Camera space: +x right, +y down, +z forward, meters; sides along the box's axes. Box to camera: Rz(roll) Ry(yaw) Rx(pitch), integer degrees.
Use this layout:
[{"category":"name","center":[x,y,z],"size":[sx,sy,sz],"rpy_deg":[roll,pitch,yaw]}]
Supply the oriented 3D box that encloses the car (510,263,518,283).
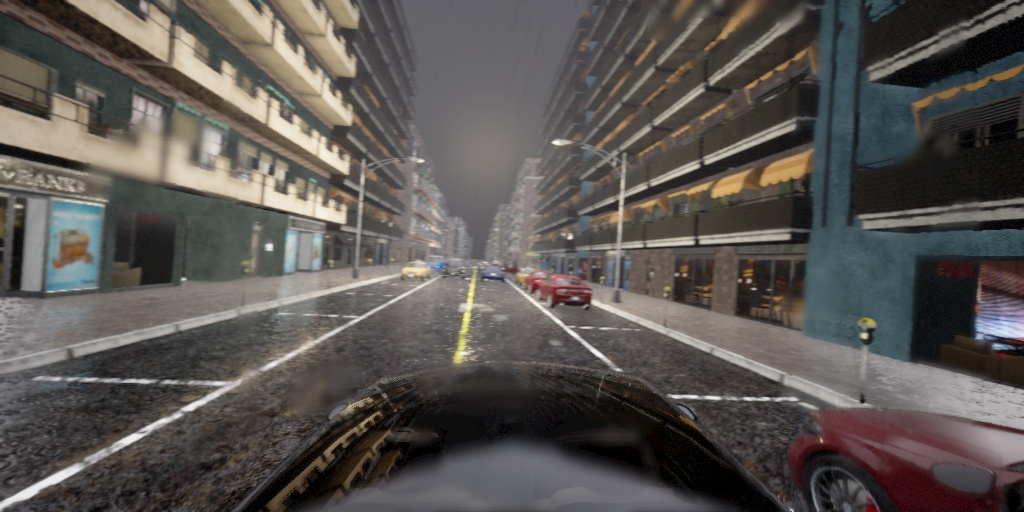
[{"category":"car","center":[1.169,1.545,27.878],"size":[1.751,1.417,4.829],"rpy_deg":[0,0,-5]}]

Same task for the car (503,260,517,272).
[{"category":"car","center":[-0.440,1.377,44.614],"size":[2.192,1.841,5.009],"rpy_deg":[0,0,-5]}]

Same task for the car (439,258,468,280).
[{"category":"car","center":[-4.812,1.165,30.460],"size":[1.837,1.490,4.892],"rpy_deg":[4,-1,-5]}]

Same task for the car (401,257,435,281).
[{"category":"car","center":[-7.126,1.009,26.764],"size":[1.751,1.417,4.829],"rpy_deg":[0,0,-5]}]

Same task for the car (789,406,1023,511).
[{"category":"car","center":[3.447,1.490,1.122],"size":[1.812,1.442,4.674],"rpy_deg":[4,0,-5]}]

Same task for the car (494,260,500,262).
[{"category":"car","center":[-2.847,1.452,42.403],"size":[1.994,1.385,4.181],"rpy_deg":[4,0,-5]}]

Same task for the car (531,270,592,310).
[{"category":"car","center":[2.268,1.548,16.438],"size":[1.888,1.381,4.507],"rpy_deg":[0,0,-5]}]

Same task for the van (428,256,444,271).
[{"category":"van","center":[-8.225,0.851,38.204],"size":[1.690,1.789,3.998],"rpy_deg":[0,0,-5]}]

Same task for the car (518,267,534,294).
[{"category":"car","center":[1.727,1.555,22.077],"size":[1.888,1.381,4.507],"rpy_deg":[0,0,-5]}]

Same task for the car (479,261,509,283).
[{"category":"car","center":[-1.643,1.423,30.369],"size":[1.994,1.385,4.181],"rpy_deg":[4,0,-5]}]
